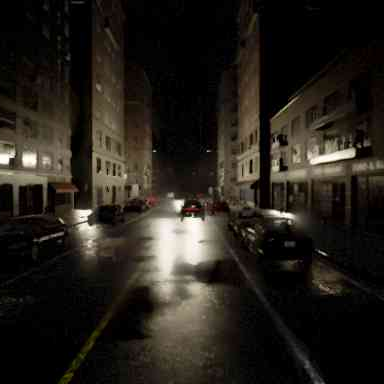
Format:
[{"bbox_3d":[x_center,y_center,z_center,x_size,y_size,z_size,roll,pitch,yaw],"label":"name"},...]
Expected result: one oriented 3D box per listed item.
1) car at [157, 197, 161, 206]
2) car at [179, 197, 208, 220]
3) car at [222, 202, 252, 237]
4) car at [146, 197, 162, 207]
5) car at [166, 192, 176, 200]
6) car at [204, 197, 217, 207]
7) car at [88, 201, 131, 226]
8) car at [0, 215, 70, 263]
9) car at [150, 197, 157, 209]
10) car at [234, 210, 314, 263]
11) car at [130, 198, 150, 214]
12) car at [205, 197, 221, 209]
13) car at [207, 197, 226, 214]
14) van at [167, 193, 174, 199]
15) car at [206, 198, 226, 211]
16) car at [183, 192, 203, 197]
[{"bbox_3d":[-5.756,1.419,44.852,1.887,1.381,4.507,-1,0,0],"label":"car"},{"bbox_3d":[0.053,1.432,27.038,1.837,1.490,4.892,0,1,0],"label":"car"},{"bbox_3d":[2.818,1.479,17.396,1.752,1.417,4.829,-1,0,0],"label":"car"},{"bbox_3d":[-5.765,1.424,50.383,1.947,1.339,4.313,-1,0,0],"label":"car"},{"bbox_3d":[-5.996,1.268,87.877,1.752,1.417,4.829,-1,0,-1],"label":"car"},{"bbox_3d":[2.761,1.441,50.402,1.802,1.307,4.206,-1,0,0],"label":"car"},{"bbox_3d":[-5.717,1.503,22.729,1.947,1.339,4.313,-1,0,0],"label":"car"},{"bbox_3d":[-5.697,1.519,11.668,2.008,1.369,4.403,-1,0,0],"label":"car"},{"bbox_3d":[-5.746,1.441,39.321,2.008,1.369,4.403,-1,0,0],"label":"car"},{"bbox_3d":[2.828,1.535,11.696,1.947,1.339,4.313,-1,0,0],"label":"car"},{"bbox_3d":[-5.736,1.451,33.790,1.887,1.381,4.507,-1,0,0],"label":"car"},{"bbox_3d":[2.770,1.441,44.872,1.947,1.339,4.313,-1,0,0],"label":"car"},{"bbox_3d":[2.789,1.452,33.814,1.887,1.381,4.507,-1,0,0],"label":"car"},{"bbox_3d":[-6.083,1.066,93.719,1.690,1.788,3.998,-1,0,-1],"label":"van"},{"bbox_3d":[2.780,1.442,39.343,2.008,1.369,4.403,-1,0,0],"label":"car"},{"bbox_3d":[0.021,1.231,43.646,2.097,1.767,4.553,0,0,0],"label":"car"}]
